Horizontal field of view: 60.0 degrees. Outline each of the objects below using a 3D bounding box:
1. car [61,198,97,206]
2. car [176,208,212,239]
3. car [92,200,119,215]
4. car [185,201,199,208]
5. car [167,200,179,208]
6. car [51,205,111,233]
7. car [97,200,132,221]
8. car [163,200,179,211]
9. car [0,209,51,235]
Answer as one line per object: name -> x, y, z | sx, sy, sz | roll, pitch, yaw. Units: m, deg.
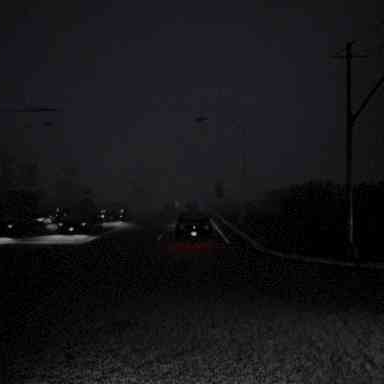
car -> -10.552, 1.584, 30.748 | 2.150, 2.045, 5.566 | 0, -1, 1
car -> 0.098, 1.825, 18.932 | 1.895, 1.301, 4.718 | 0, -1, 0
car -> -10.506, 1.833, 40.781 | 2.097, 1.767, 4.553 | 0, -1, 0
car -> -0.004, 2.118, 52.028 | 1.837, 1.490, 4.892 | 0, -1, 0
car -> -3.465, 2.214, 62.422 | 1.882, 1.535, 5.008 | 0, -1, 1
car -> -7.131, 1.807, 21.988 | 2.033, 1.411, 5.357 | 0, -1, -3
car -> -7.055, 1.724, 31.514 | 2.097, 1.767, 4.553 | 0, -1, 0
car -> -3.504, 2.160, 52.013 | 2.033, 1.411, 5.357 | 0, -1, 0
car -> -10.594, 1.793, 20.745 | 2.033, 1.411, 5.357 | 0, -1, 0
